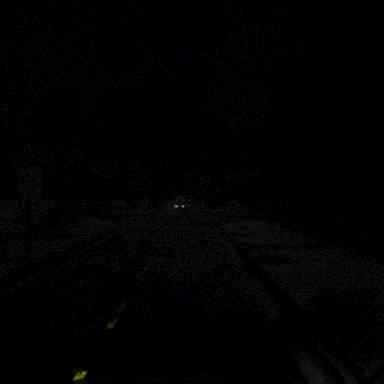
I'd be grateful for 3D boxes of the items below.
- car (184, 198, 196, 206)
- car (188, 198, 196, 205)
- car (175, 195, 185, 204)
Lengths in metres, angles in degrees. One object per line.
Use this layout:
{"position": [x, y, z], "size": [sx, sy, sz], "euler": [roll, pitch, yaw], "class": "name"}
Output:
{"position": [0.006, 2.249, 71.949], "size": [2.128, 1.511, 4.902], "euler": [0, -1, 0], "class": "car"}
{"position": [0.006, 2.314, 82.370], "size": [2.128, 1.511, 4.902], "euler": [0, -1, 0], "class": "car"}
{"position": [-2.745, 1.663, 77.350], "size": [2.150, 2.045, 5.566], "euler": [0, -1, 0], "class": "car"}
